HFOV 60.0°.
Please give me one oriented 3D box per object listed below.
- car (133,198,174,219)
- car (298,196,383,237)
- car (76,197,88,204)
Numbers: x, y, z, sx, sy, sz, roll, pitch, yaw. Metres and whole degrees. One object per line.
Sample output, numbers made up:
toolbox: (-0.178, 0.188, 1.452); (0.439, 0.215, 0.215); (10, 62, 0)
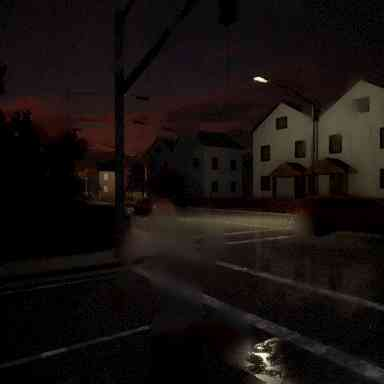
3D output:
car: (-3.465, 1.351, 29.760); (2.097, 1.767, 4.553); (0, 0, -35)
car: (8.081, 1.223, 16.336); (5.566, 2.045, 2.150); (0, 0, 39)
car: (-16.352, 1.525, 47.971); (1.812, 1.442, 4.674); (0, 0, -35)
